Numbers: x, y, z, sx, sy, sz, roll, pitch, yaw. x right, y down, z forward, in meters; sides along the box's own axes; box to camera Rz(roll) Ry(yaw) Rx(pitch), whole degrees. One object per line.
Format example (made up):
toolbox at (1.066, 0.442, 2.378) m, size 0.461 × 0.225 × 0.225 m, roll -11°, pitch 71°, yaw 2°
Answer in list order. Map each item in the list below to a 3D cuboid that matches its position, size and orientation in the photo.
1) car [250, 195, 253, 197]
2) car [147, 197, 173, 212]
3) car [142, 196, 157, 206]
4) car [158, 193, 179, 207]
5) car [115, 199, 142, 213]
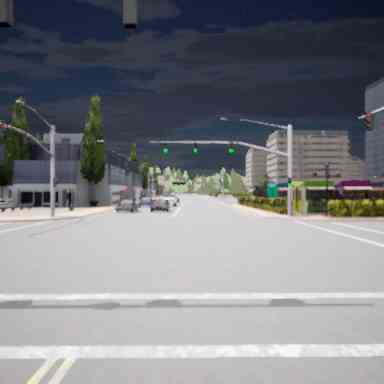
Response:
car at (17.758, 1.169, 88.770) m, size 4.605 × 1.855 × 1.932 m, roll 0°, pitch 0°, yaw -2°
car at (-3.595, 1.570, 38.126) m, size 1.994 × 1.385 × 4.181 m, roll 0°, pitch 0°, yaw 0°
car at (-7.075, 1.535, 51.962) m, size 1.812 × 1.442 × 4.674 m, roll 0°, pitch 0°, yaw 0°
car at (-3.577, 1.233, 51.749) m, size 2.150 × 2.045 × 5.566 m, roll 0°, pitch 0°, yaw 0°
car at (-7.098, 1.533, 36.731) m, size 1.812 × 1.442 × 4.674 m, roll 0°, pitch 0°, yaw 0°
